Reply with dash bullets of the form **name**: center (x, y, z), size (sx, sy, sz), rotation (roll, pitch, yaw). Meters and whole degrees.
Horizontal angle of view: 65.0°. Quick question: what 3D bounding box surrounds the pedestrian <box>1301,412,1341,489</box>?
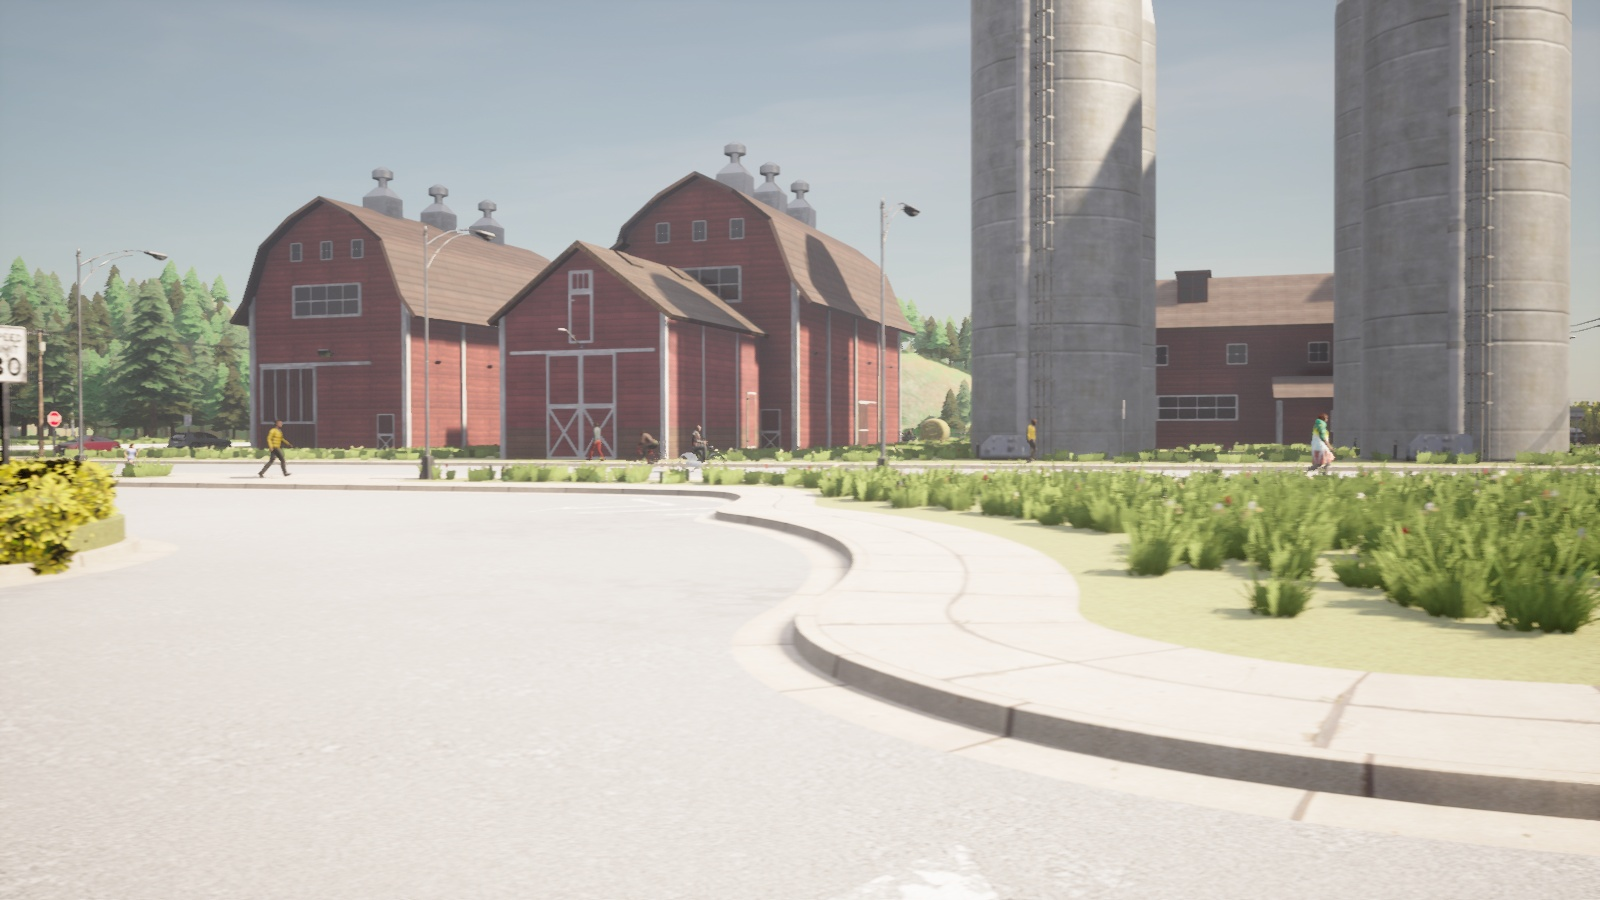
- **pedestrian**: center (13.402, 0.013, 32.312), size (0.873, 1.952, 0.659), rotation (1, 1, 18)

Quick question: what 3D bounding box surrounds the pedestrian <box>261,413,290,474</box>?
- **pedestrian**: center (-15.991, -0.190, 38.322), size (0.709, 1.840, 0.431), rotation (0, 1, -3)

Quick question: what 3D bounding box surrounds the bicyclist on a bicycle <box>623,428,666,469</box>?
- **bicyclist on a bicycle**: center (-6.317, -0.064, 51.005), size (1.656, 1.620, 0.582), rotation (0, 1, 18)

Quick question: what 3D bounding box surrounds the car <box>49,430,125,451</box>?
- **car**: center (-48.230, -0.657, 85.071), size (1.994, 1.385, 4.181), rotation (1, 1, 20)

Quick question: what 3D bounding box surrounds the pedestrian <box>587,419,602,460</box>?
- **pedestrian**: center (-9.236, -0.460, 56.458), size (0.614, 1.847, 0.353), rotation (1, 1, 30)

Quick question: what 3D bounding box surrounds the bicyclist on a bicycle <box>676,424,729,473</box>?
- **bicyclist on a bicycle**: center (-3.589, -0.063, 46.447), size (1.843, 1.776, 0.659), rotation (0, 1, 18)

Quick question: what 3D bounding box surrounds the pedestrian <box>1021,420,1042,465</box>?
- **pedestrian**: center (9.430, -0.307, 51.204), size (0.726, 1.835, 0.370), rotation (1, 1, 34)
